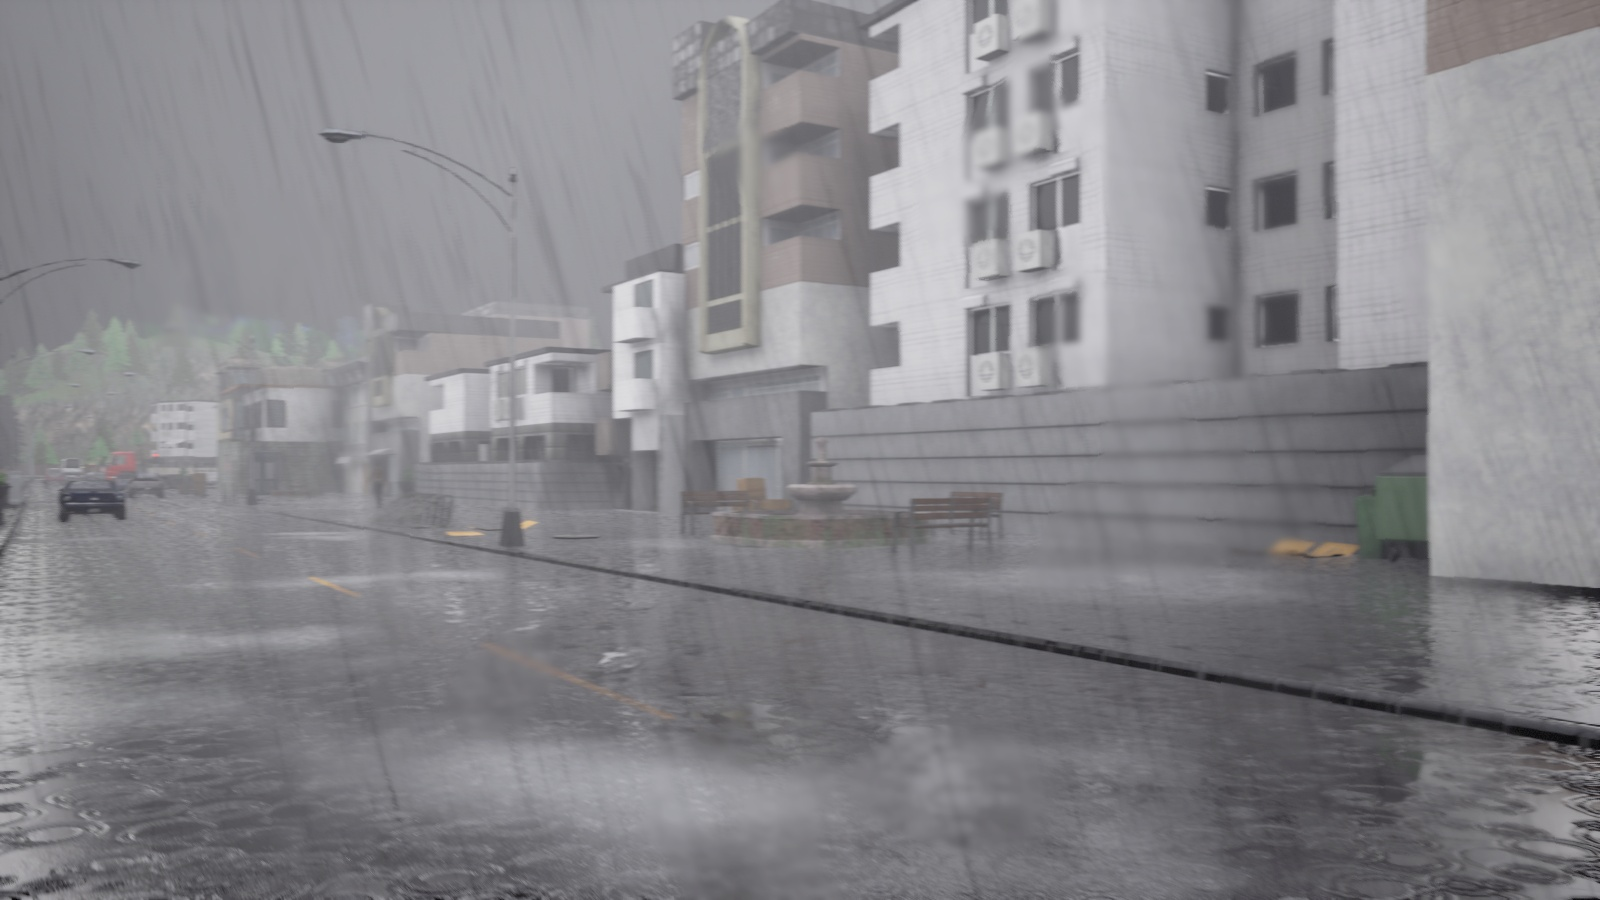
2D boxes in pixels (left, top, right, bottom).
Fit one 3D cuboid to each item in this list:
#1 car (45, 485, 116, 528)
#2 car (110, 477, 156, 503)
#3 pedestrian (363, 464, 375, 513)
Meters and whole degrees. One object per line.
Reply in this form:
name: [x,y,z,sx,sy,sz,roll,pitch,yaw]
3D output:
car: [-23.767,1.826,41.414,1.895,1.301,4.718,0,-1,-32]
car: [-40.396,2.414,75.974,2.128,1.511,4.902,0,-1,-32]
pedestrian: [-16.686,1.488,48.629,0.331,1.846,0.634,0,-1,-28]
